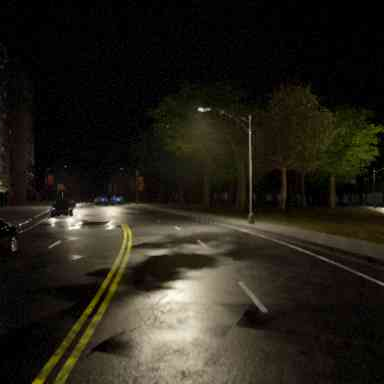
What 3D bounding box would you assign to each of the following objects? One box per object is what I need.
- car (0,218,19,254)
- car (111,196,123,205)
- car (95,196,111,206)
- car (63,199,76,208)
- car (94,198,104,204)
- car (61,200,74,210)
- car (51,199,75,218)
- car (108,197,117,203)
[{"bbox_3d":[-7.619,1.652,11.444,1.837,1.490,4.892,-1,0,-8],"label":"car"},{"bbox_3d":[-16.576,1.849,73.607,2.150,2.045,5.566,-1,0,-19],"label":"car"},{"bbox_3d":[-19.646,1.877,72.541,2.150,2.045,5.566,-1,0,-19],"label":"car"},{"bbox_3d":[-23.458,2.161,63.704,2.128,1.511,4.902,-1,0,-19],"label":"car"},{"bbox_3d":[-23.061,2.182,82.383,1.895,1.301,4.718,-1,0,-19],"label":"car"},{"bbox_3d":[-19.692,2.056,52.782,1.837,1.490,4.892,-1,-1,-19],"label":"car"},{"bbox_3d":[-13.597,1.729,35.016,2.097,1.767,4.553,-1,0,-19],"label":"car"},{"bbox_3d":[-19.982,2.058,83.421,1.837,1.490,4.892,-1,0,-19],"label":"car"}]
